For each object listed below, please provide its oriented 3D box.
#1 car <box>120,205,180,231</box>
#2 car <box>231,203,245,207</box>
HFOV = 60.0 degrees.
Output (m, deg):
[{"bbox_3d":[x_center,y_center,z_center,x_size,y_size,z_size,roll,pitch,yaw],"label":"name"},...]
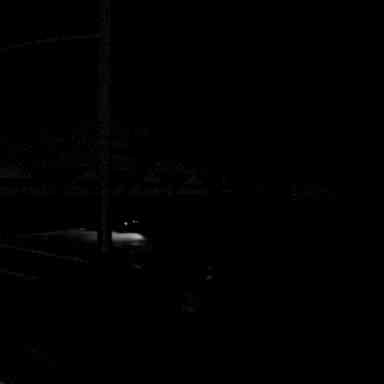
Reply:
[{"bbox_3d":[-2.576,1.673,22.064,1.837,1.490,4.892,0,0,36],"label":"car"},{"bbox_3d":[4.475,1.768,31.817,1.895,1.301,4.718,0,0,36],"label":"car"}]
